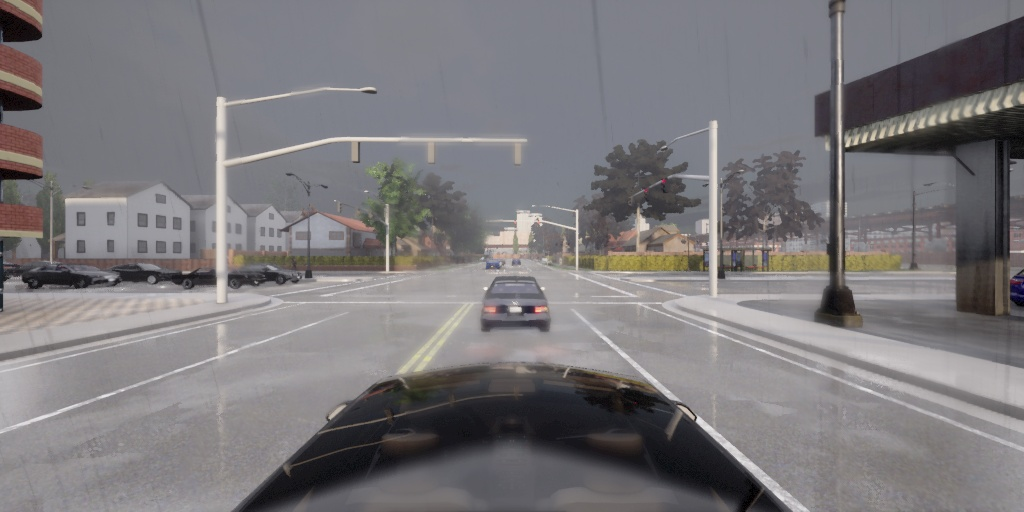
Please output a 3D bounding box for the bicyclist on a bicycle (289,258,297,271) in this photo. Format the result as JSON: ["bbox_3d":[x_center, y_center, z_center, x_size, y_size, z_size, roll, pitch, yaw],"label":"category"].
[{"bbox_3d":[-26.530,1.051,43.483,0.582,1.620,1.656,0,0,1],"label":"bicyclist on a bicycle"}]

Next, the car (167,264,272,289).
[{"bbox_3d":[-18.096,1.351,22.354,4.718,1.301,1.895,0,0,1],"label":"car"}]

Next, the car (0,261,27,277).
[{"bbox_3d":[-50.287,1.255,34.508,4.892,1.490,1.837,0,0,2],"label":"car"}]

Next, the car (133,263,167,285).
[{"bbox_3d":[-26.774,1.228,26.003,5.008,1.535,1.882,0,0,1],"label":"car"}]

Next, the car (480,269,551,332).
[{"bbox_3d":[0.085,1.297,10.837,2.033,1.411,5.357,0,0,0],"label":"car"}]

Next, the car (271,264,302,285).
[{"bbox_3d":[-17.712,1.276,25.880,4.674,1.442,1.812,0,0,1],"label":"car"}]

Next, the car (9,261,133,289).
[{"bbox_3d":[-27.521,1.240,22.516,4.902,1.511,2.128,0,0,1],"label":"car"}]

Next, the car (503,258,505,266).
[{"bbox_3d":[-2.734,1.351,63.144,1.895,1.301,4.718,0,0,1],"label":"car"}]

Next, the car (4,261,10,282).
[{"bbox_3d":[-39.966,1.101,26.210,4.553,1.767,2.097,0,0,0],"label":"car"}]

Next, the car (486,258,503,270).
[{"bbox_3d":[-2.823,1.227,53.596,1.882,1.535,5.008,0,0,1],"label":"car"}]
